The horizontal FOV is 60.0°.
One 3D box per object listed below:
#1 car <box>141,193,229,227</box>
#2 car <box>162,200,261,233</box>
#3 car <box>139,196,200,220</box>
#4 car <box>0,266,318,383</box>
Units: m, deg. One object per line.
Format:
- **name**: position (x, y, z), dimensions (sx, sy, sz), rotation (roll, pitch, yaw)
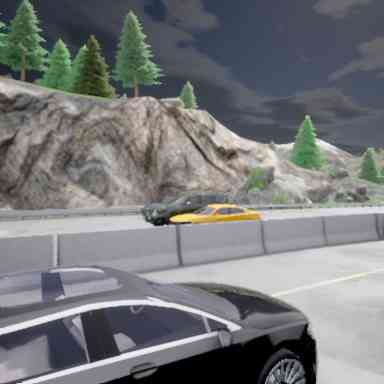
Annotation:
- **car**: position (-0.043, 1.117, 20.415), dimensions (5.566, 2.045, 2.150), rotation (0, 0, -30)
- **car**: position (1.262, 1.388, 17.079), dimensions (5.008, 1.535, 1.882), rotation (0, 0, -31)
- **car**: position (-1.874, 1.214, 27.397), dimensions (4.553, 1.767, 2.097), rotation (0, 0, -30)
- **car**: position (-0.861, 1.477, 3.009), dimensions (4.902, 1.511, 2.128), rotation (0, 0, -35)
